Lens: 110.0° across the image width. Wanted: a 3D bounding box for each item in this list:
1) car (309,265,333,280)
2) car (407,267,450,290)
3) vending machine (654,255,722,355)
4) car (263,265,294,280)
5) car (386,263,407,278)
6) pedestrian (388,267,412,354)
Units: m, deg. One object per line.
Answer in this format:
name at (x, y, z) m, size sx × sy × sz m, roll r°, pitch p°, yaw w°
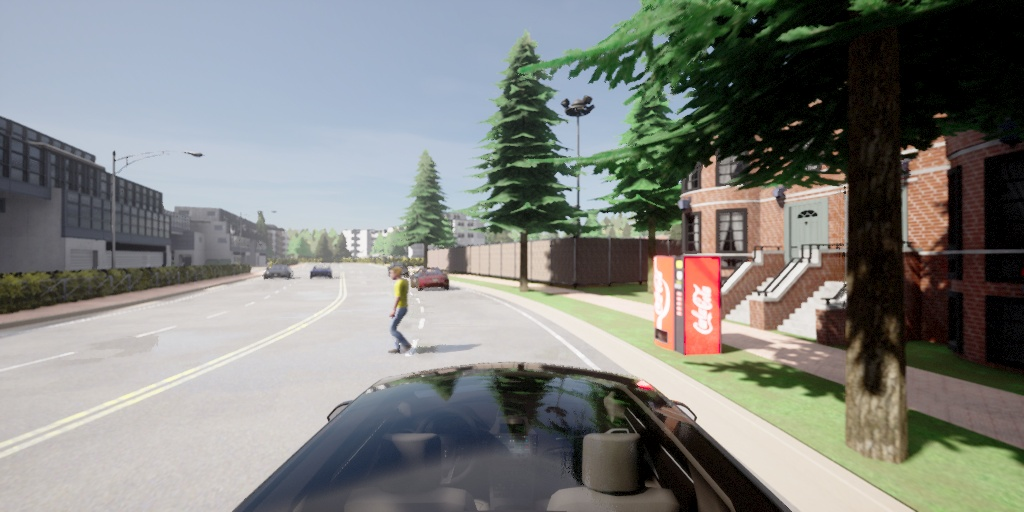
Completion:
car at (-18.451, 1.558, 34.746) m, size 1.895 × 1.301 × 4.718 m, roll 0°, pitch 0°, yaw -25°
car at (-5.478, 1.448, 23.711) m, size 1.994 × 1.385 × 4.181 m, roll 0°, pitch 0°, yaw -24°
vending machine at (3.553, 0.977, 7.340) m, size 1.100 × 2.100 × 0.880 m, roll 0°, pitch 0°, yaw -7°
car at (-21.766, 1.516, 33.574) m, size 1.994 × 1.385 × 4.181 m, roll 0°, pitch 0°, yaw -25°
car at (-12.168, 1.479, 38.257) m, size 1.837 × 1.490 × 4.892 m, roll 0°, pitch -1°, yaw -25°
pedestrian at (-2.279, 1.079, 7.437) m, size 0.375 × 1.860 × 0.375 m, roll 0°, pitch 0°, yaw -8°
